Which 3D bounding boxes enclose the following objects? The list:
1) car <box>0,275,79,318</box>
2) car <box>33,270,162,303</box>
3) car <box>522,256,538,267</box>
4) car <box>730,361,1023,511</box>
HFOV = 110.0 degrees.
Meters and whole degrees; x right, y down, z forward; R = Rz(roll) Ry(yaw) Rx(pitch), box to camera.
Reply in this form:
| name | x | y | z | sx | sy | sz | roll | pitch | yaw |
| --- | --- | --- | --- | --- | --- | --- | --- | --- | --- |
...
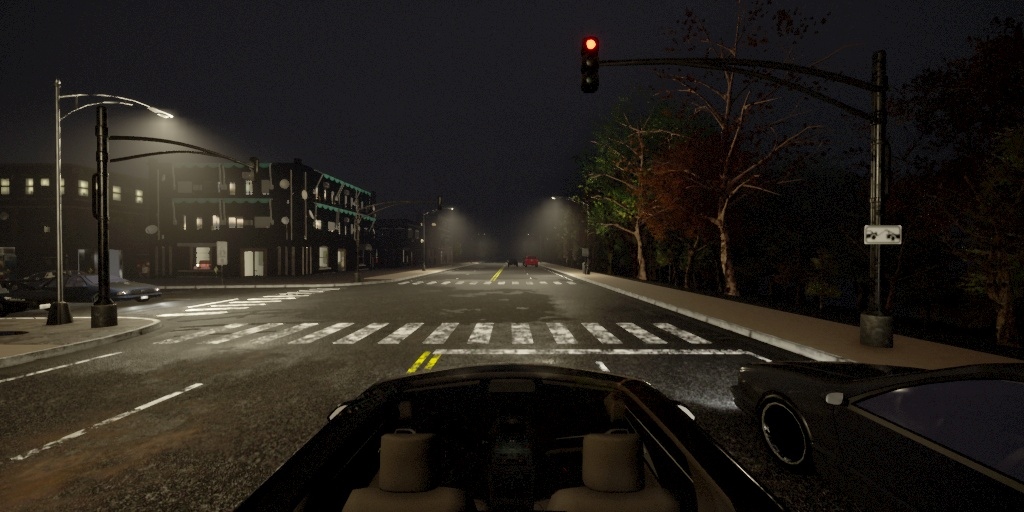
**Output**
| name | x | y | z | sx | sy | sz | roll | pitch | yaw |
| --- | --- | --- | --- | --- | --- | --- | --- | --- | --- |
| car | -19.935 | 1.565 | 13.654 | 4.313 | 1.339 | 1.948 | 0 | 0 | 0 |
| car | -19.287 | 1.512 | 16.380 | 5.357 | 1.411 | 2.033 | -1 | 1 | 3 |
| car | 3.416 | 0.948 | 63.877 | 2.150 | 2.045 | 5.566 | 0 | 0 | 0 |
| car | 3.327 | 1.297 | 1.672 | 2.033 | 1.411 | 5.357 | 0 | 0 | 3 |
